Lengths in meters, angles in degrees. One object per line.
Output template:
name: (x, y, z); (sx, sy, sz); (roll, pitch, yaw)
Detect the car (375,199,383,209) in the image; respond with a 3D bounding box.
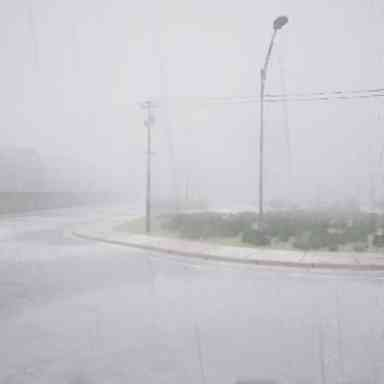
car: (31.365, 2.086, 52.155); (1.882, 1.535, 5.008); (1, -1, 2)

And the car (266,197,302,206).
car: (13.939, 1.736, 49.714); (4.605, 1.855, 1.932); (1, 0, 2)

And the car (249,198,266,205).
car: (14.398, 2.082, 72.188); (3.905, 1.438, 1.784); (1, 0, 2)

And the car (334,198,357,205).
car: (27.477, 1.927, 59.522); (3.866, 1.878, 1.905); (1, 0, 2)

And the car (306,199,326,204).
car: (27.291, 2.197, 73.014); (4.193, 1.474, 1.816); (1, 0, 2)
